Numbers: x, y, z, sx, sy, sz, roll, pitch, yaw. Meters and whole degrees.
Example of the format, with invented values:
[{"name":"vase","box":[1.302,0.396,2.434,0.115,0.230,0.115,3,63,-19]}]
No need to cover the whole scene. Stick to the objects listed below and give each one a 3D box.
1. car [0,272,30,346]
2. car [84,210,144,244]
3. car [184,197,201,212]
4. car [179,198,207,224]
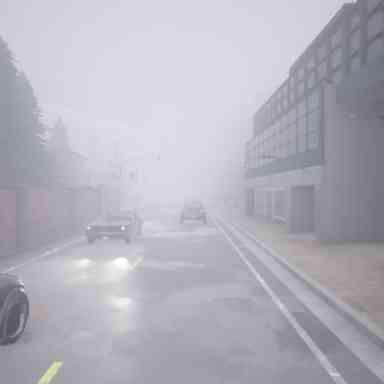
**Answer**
[{"name":"car","box":[-3.567,1.560,3.570,1.994,1.385,4.181,0,0,0]},{"name":"car","box":[-3.557,1.584,15.951,1.895,1.301,4.718,0,0,0]},{"name":"car","box":[0.089,1.437,38.778,1.882,1.535,5.008,0,0,0]},{"name":"car","box":[0.087,1.465,24.317,2.128,1.511,4.902,0,0,0]}]
